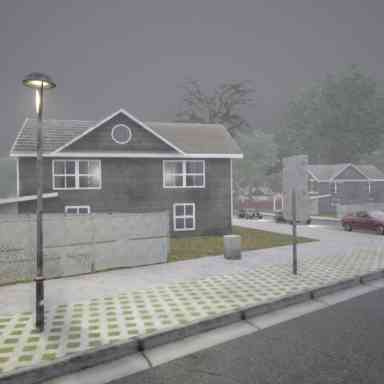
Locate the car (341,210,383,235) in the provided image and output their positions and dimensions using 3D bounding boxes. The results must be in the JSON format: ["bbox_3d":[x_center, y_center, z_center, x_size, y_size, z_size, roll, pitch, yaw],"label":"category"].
[{"bbox_3d":[11.791,1.937,21.768,1.812,1.442,4.674,-1,-2,-14],"label":"car"}]

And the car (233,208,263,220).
[{"bbox_3d":[7.099,2.655,41.131,1.994,1.385,4.181,-1,-2,-13],"label":"car"}]

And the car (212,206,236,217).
[{"bbox_3d":[4.805,2.934,50.772,2.033,1.411,5.357,-1,-1,-13],"label":"car"}]

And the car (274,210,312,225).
[{"bbox_3d":[9.422,2.324,31.411,1.994,1.385,4.181,-1,-2,-13],"label":"car"}]
